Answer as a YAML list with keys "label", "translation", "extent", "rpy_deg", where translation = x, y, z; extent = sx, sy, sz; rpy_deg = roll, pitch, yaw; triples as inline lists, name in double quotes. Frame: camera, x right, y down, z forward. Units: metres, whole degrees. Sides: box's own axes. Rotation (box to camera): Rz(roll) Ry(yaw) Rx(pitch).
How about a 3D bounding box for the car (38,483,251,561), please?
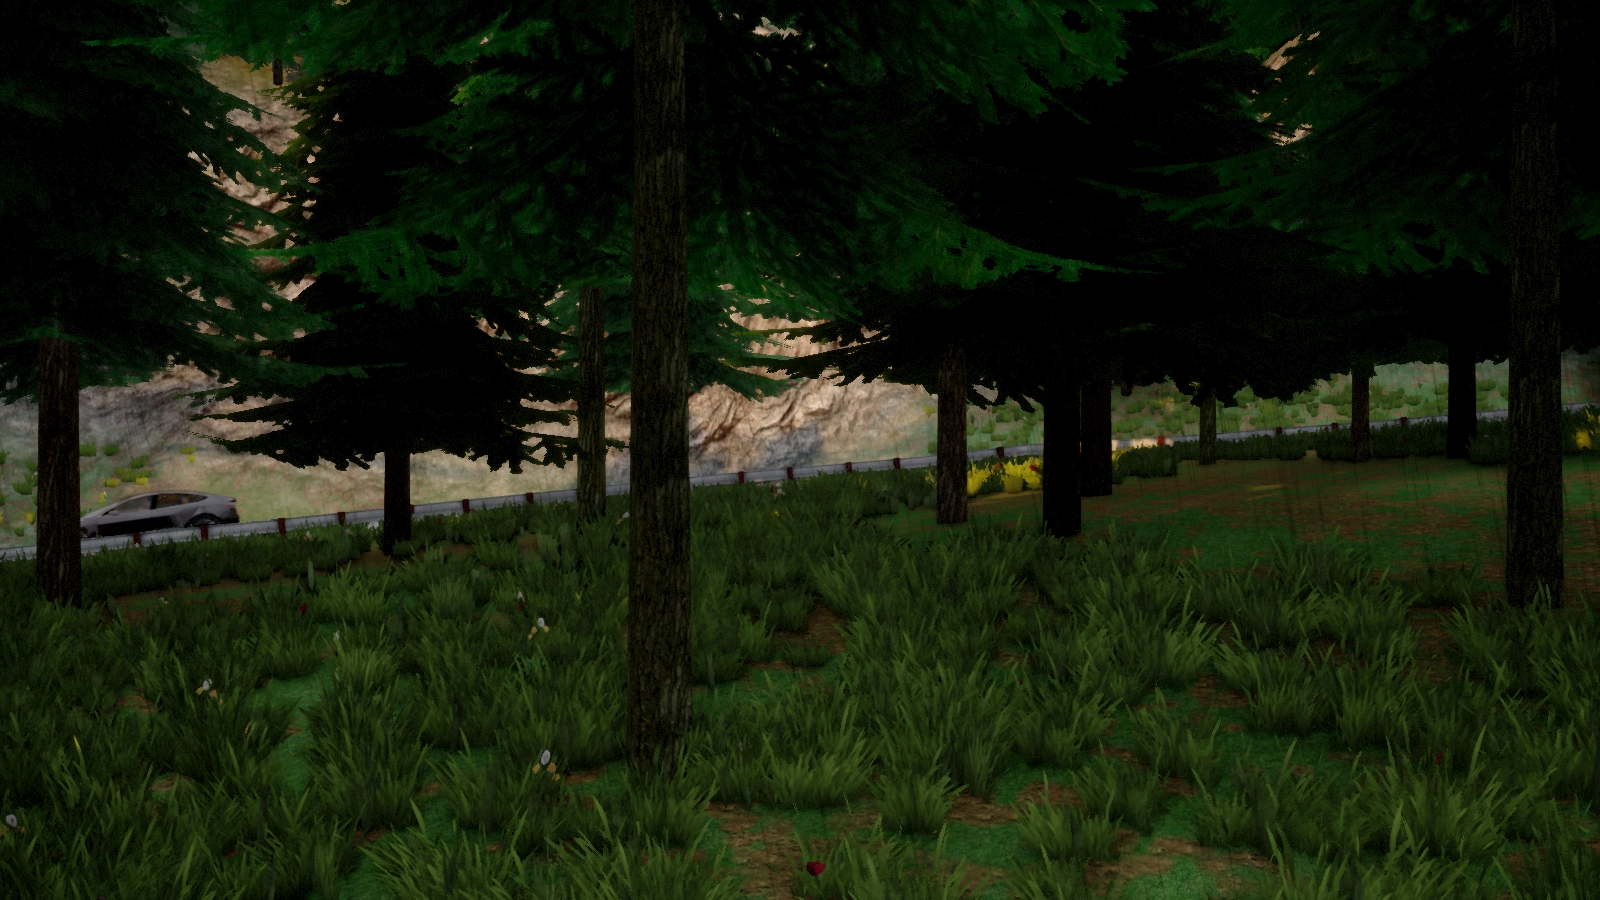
- label: "car"
  translation: [-17.824, 1.882, 31.139]
  extent: [4.792, 1.488, 2.163]
  rpy_deg: [-5, 3, -34]
